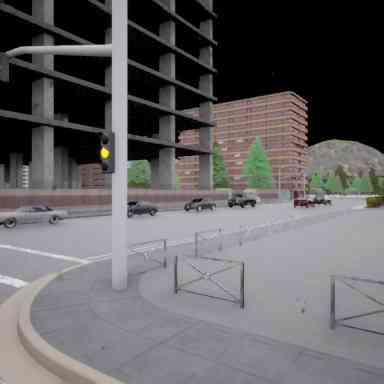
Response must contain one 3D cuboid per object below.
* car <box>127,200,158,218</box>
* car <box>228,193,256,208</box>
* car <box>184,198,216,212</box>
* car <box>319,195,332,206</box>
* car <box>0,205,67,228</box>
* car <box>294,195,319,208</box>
[{"bbox_3d":[-5.019,1.470,30.004,1.812,1.442,4.674,0,0,36],"label":"car"},{"bbox_3d":[7.200,1.166,47.180,2.150,2.045,5.566,0,0,35],"label":"car"},{"bbox_3d":[0.976,1.449,38.468,1.837,1.490,4.892,0,0,35],"label":"car"},{"bbox_3d":[21.682,1.297,55.250,2.097,1.767,4.553,0,0,35],"label":"car"},{"bbox_3d":[-10.795,1.545,21.872,1.895,1.301,4.718,0,0,35],"label":"car"},{"bbox_3d":[15.982,1.422,47.211,1.882,1.535,5.008,0,0,35],"label":"car"}]
